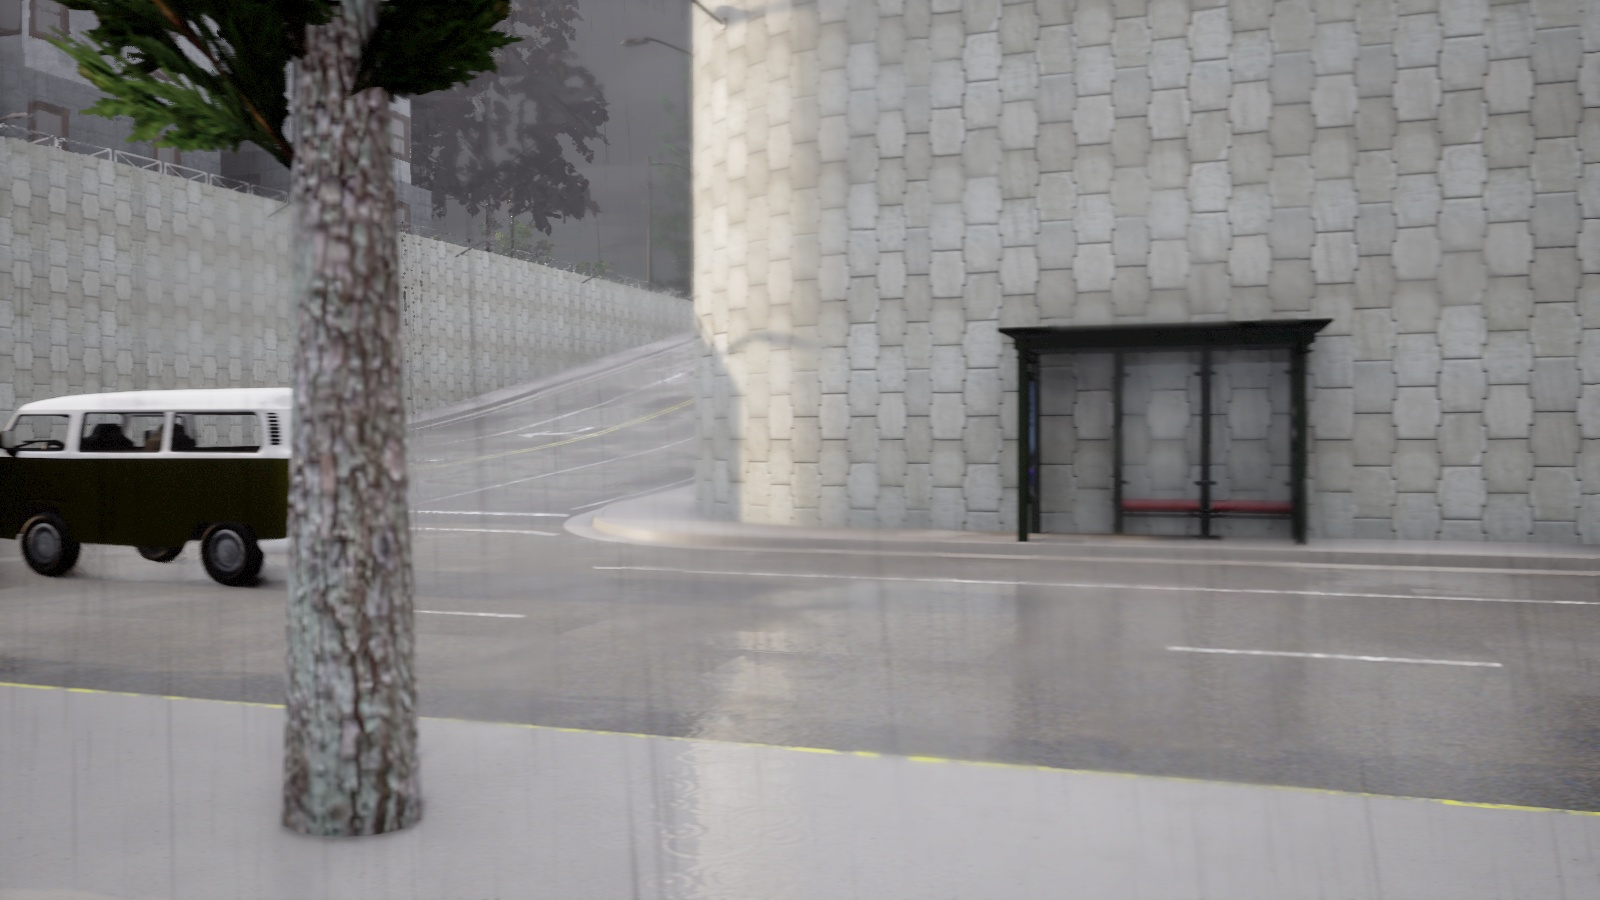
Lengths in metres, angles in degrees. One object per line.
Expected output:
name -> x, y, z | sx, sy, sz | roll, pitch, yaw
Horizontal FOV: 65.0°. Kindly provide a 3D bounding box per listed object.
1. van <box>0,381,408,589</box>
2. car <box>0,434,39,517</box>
van -> -6.895, 0.293, 13.948 | 4.480, 2.038, 2.069 | 1, 1, 19
car -> -16.045, 0.454, 21.089 | 5.357, 1.411, 2.033 | -1, 1, -39
